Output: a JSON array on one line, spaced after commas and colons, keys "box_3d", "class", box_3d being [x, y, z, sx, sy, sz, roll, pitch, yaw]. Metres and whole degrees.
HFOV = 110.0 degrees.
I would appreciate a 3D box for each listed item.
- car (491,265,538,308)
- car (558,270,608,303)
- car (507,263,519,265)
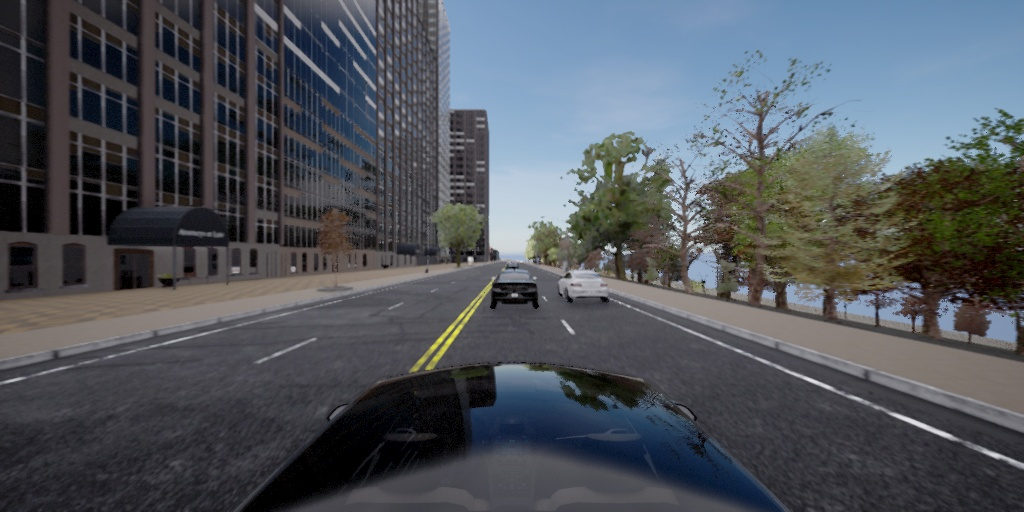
[{"box_3d": [0.103, 1.336, 15.975, 1.882, 1.535, 5.008, 0, 0, 0], "class": "car"}, {"box_3d": [3.355, 1.396, 17.434, 1.812, 1.442, 4.674, 0, 0, 0], "class": "car"}, {"box_3d": [0.107, 1.562, 41.647, 1.837, 1.490, 4.892, 0, 0, 0], "class": "car"}]
